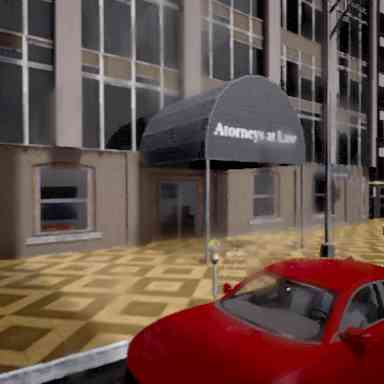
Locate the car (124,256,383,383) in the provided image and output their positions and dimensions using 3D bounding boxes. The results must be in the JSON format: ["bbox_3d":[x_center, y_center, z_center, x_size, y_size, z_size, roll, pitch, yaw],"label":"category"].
[{"bbox_3d":[1.432,1.523,3.880,4.507,1.381,1.887,0,0,-35],"label":"car"}]
